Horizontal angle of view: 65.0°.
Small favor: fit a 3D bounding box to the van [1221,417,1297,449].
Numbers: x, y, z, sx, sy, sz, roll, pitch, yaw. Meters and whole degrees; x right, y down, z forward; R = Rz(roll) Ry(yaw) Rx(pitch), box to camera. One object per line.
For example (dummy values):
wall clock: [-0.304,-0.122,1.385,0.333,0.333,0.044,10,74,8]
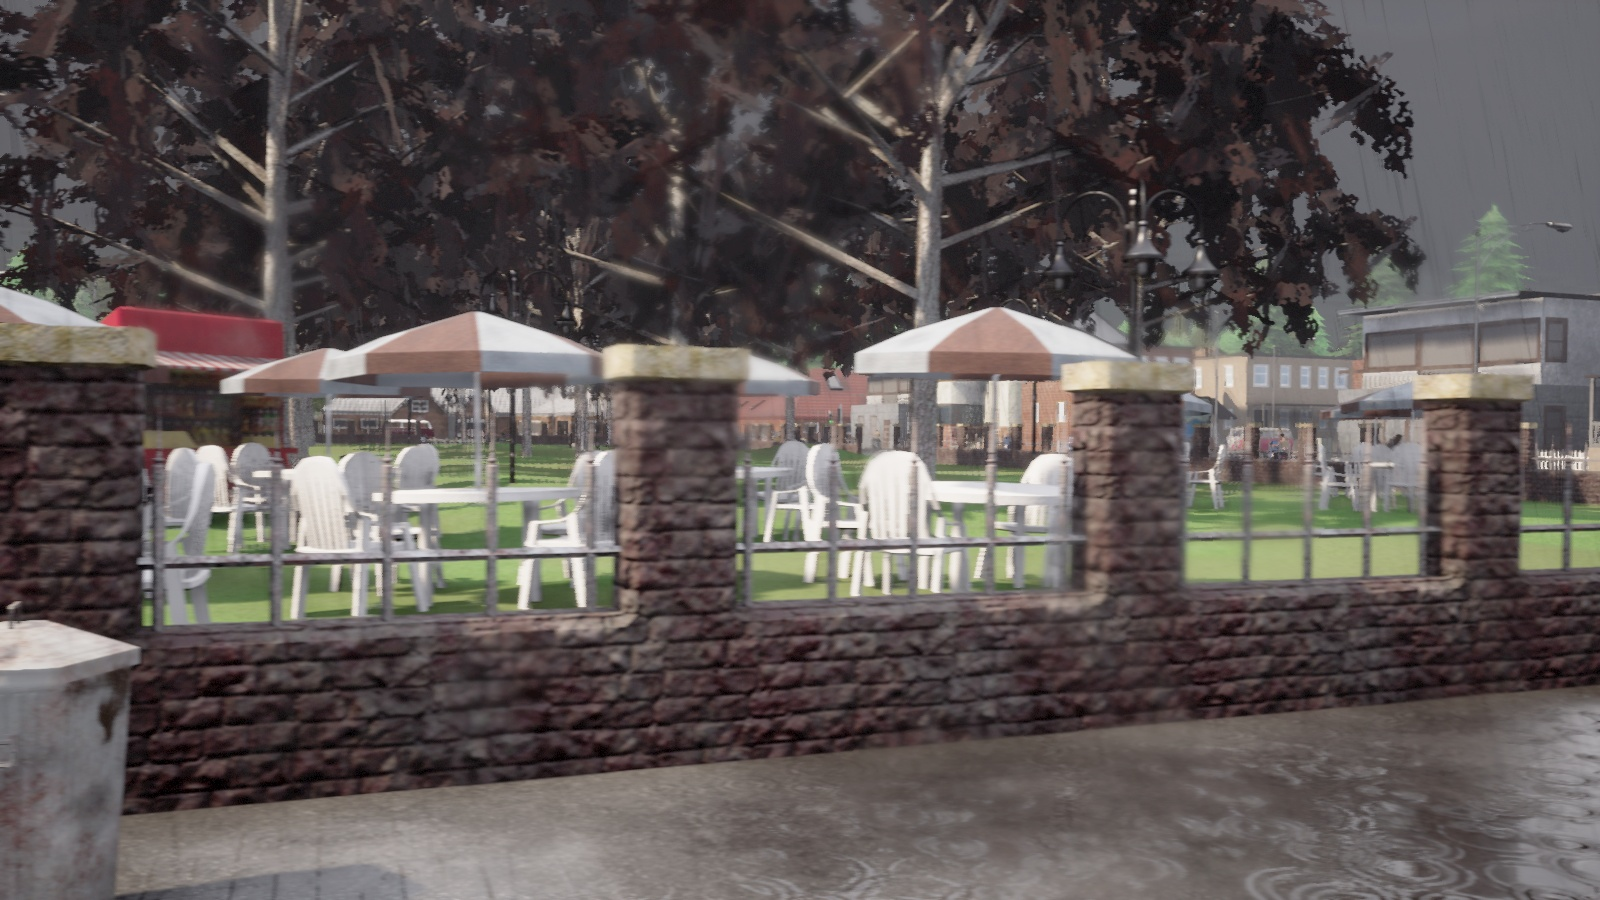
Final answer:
van: [29.517,-1.084,80.830,4.442,1.987,1.775,-1,1,-18]
